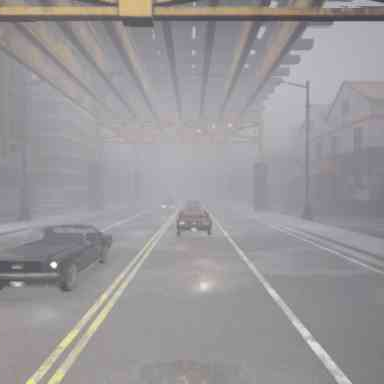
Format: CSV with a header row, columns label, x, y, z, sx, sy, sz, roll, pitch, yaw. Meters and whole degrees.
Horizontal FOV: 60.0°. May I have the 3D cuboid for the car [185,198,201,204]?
label,x,y,z,sx,sy,sz,roll,pitch,yaw
car,0.103,1.467,41.020,1.994,1.385,4.181,0,0,0

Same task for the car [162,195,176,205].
label,x,y,z,sx,sy,sz,roll,pitch,yaw
car,-3.553,1.291,52.466,1.837,1.490,4.892,0,1,0

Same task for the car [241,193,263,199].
label,x,y,z,sx,sy,sz,roll,pitch,yaw
car,13.324,0.825,74.325,4.536,1.218,1.853,0,1,-20

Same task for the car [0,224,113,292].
label,x,y,z,sx,sy,sz,roll,pitch,yaw
car,-3.599,1.598,9.067,1.895,1.301,4.718,0,0,0

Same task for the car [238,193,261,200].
label,x,y,z,sx,sy,sz,roll,pitch,yaw
car,13.603,0.934,78.467,4.974,1.542,2.038,0,1,25

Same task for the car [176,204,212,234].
label,x,y,z,sx,sy,sz,roll,pitch,yaw
car,0.104,1.595,18.981,1.895,1.301,4.718,0,0,0

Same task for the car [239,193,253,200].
label,x,y,z,sx,sy,sz,roll,pitch,yaw
car,13.276,0.983,74.309,4.974,1.542,2.038,0,1,-20

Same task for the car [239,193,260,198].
label,x,y,z,sx,sy,sz,roll,pitch,yaw
car,13.650,0.777,78.444,4.536,1.218,1.853,0,1,25
